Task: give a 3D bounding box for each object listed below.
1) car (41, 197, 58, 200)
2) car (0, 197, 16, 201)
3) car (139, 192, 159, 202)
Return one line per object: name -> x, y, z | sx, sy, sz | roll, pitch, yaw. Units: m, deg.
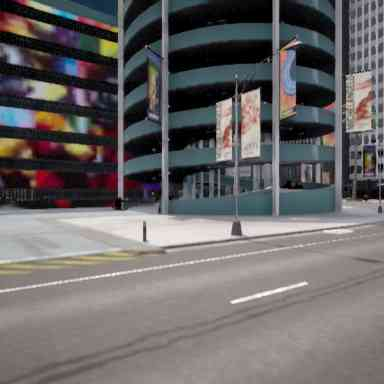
car -> -23.088, 1.401, 54.163 | 1.895, 1.301, 4.718 | 0, 0, -36
car -> -22.264, 1.259, 40.231 | 2.002, 1.452, 4.674 | 0, 0, -36
car -> -8.572, 0.970, 65.660 | 2.435, 2.045, 5.566 | 0, 0, -36
